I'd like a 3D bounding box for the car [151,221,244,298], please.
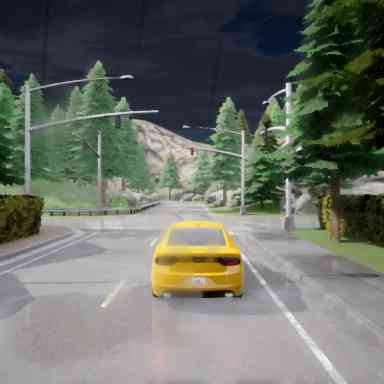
[{"bbox_3d":[0.121,1.478,8.563,1.882,1.535,5.008,0,0,0],"label":"car"}]
